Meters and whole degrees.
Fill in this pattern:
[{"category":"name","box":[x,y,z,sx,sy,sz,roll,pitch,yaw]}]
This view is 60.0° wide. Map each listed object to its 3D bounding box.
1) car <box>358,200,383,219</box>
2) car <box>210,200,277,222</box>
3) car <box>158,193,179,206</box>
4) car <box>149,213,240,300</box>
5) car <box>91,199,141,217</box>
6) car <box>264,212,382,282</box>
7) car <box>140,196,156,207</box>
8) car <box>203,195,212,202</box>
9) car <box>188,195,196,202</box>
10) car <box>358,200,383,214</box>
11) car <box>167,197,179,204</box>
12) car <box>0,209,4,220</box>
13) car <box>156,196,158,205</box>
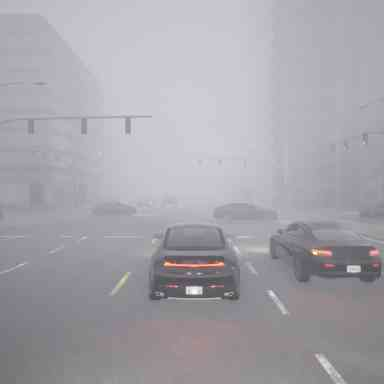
[{"category":"car","box":[16.495,1.564,28.307,4.181,1.385,1.994,0,0,1]},{"category":"car","box":[3.989,1.505,24.932,4.892,1.490,1.837,0,0,1]},{"category":"car","box":[-3.606,1.221,53.344,2.150,2.045,5.566,0,0,1]},{"category":"car","box":[0.057,1.505,8.345,1.837,1.490,4.892,0,0,0]},{"category":"car","box":[-7.424,1.564,31.563,4.181,1.385,1.994,0,0,-27]},{"category":"car","box":[3.563,1.526,9.601,1.812,1.442,4.674,0,0,0]},{"category":"car","box":[-7.101,1.547,50.103,2.033,1.411,5.357,0,0,0]},{"category":"car","box":[3.500,1.500,74.698,1.837,1.490,4.892,0,0,0]},{"category":"car","box":[-0.004,1.364,73.853,2.128,1.511,4.902,0,0,0]},{"category":"car","box":[20.844,1.547,35.464,5.357,1.411,2.033,0,0,1]},{"category":"car","box":[-3.553,1.601,63.317,1.895,1.301,4.718,0,0,1]},{"category":"car","box":[-16.584,1.351,24.873,4.553,1.767,2.097,0,0,5]},{"category":"car","box":[-7.073,1.477,59.926,1.882,1.535,5.008,0,0,0]}]
